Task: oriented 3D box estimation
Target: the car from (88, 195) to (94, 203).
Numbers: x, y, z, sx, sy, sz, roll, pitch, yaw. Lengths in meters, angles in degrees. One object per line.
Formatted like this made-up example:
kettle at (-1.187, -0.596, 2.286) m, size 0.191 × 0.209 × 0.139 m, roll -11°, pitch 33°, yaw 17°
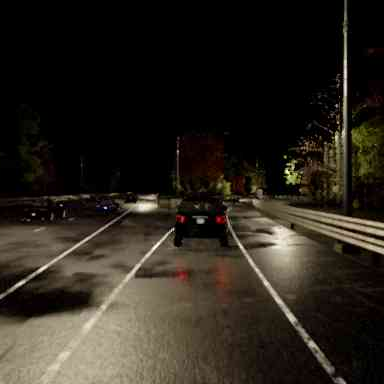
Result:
car at (-18.213, 1.335, 62.411) m, size 1.994 × 1.385 × 4.181 m, roll 0°, pitch 0°, yaw -6°

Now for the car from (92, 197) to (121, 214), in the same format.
car at (-8.265, 1.450, 33.060) m, size 1.994 × 1.385 × 4.181 m, roll 0°, pitch 0°, yaw -6°

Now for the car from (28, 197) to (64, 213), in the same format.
car at (-15.561, 1.329, 35.697) m, size 2.128 × 1.511 × 4.902 m, roll 0°, pitch 0°, yaw -6°

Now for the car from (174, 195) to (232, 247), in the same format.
car at (0.457, 1.221, 15.330) m, size 2.150 × 2.045 × 5.566 m, roll 0°, pitch 0°, yaw 3°

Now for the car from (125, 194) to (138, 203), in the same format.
car at (-11.097, 1.167, 61.585) m, size 2.097 × 1.767 × 4.553 m, roll 0°, pitch 0°, yaw -6°

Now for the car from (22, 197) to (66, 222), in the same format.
car at (-10.980, 1.363, 24.981) m, size 1.882 × 1.535 × 5.008 m, roll 0°, pitch 0°, yaw -6°

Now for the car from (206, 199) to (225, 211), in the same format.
car at (3.229, 1.656, 44.802) m, size 2.033 × 1.411 × 5.357 m, roll 0°, pitch 0°, yaw 9°

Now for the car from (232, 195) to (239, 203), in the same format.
car at (9.869, 1.586, 78.467) m, size 2.097 × 1.767 × 4.553 m, roll 0°, pitch 0°, yaw 15°

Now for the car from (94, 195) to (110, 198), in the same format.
car at (-13.774, 1.363, 53.115) m, size 2.033 × 1.411 × 5.357 m, roll 0°, pitch 0°, yaw -6°
